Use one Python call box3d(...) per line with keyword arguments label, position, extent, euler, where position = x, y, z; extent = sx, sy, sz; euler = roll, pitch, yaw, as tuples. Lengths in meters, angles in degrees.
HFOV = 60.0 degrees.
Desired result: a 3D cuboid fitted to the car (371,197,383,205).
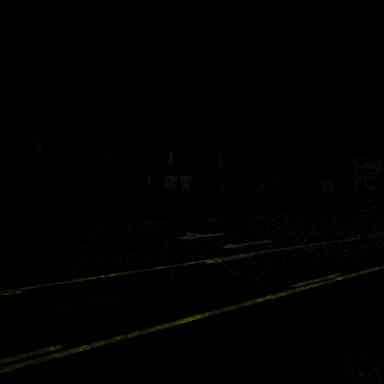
box3d(label="car", position=(32.135, 1.600, 55.786), extent=(1.994, 1.385, 4.181), euler=(0, 0, -12))
